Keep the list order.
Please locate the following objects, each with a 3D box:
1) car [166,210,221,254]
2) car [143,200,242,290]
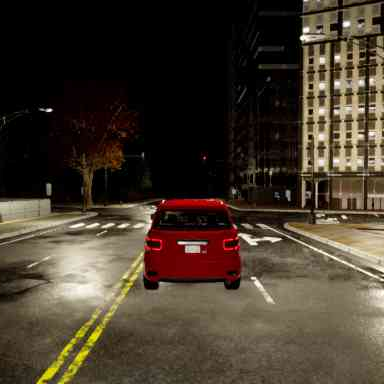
[{"bbox_3d":[0.062,1.560,14.154,1.994,1.385,4.181,0,0,0],"label":"car"},{"bbox_3d":[-0.022,1.218,9.215,2.150,2.045,5.566,0,0,-1],"label":"car"}]
